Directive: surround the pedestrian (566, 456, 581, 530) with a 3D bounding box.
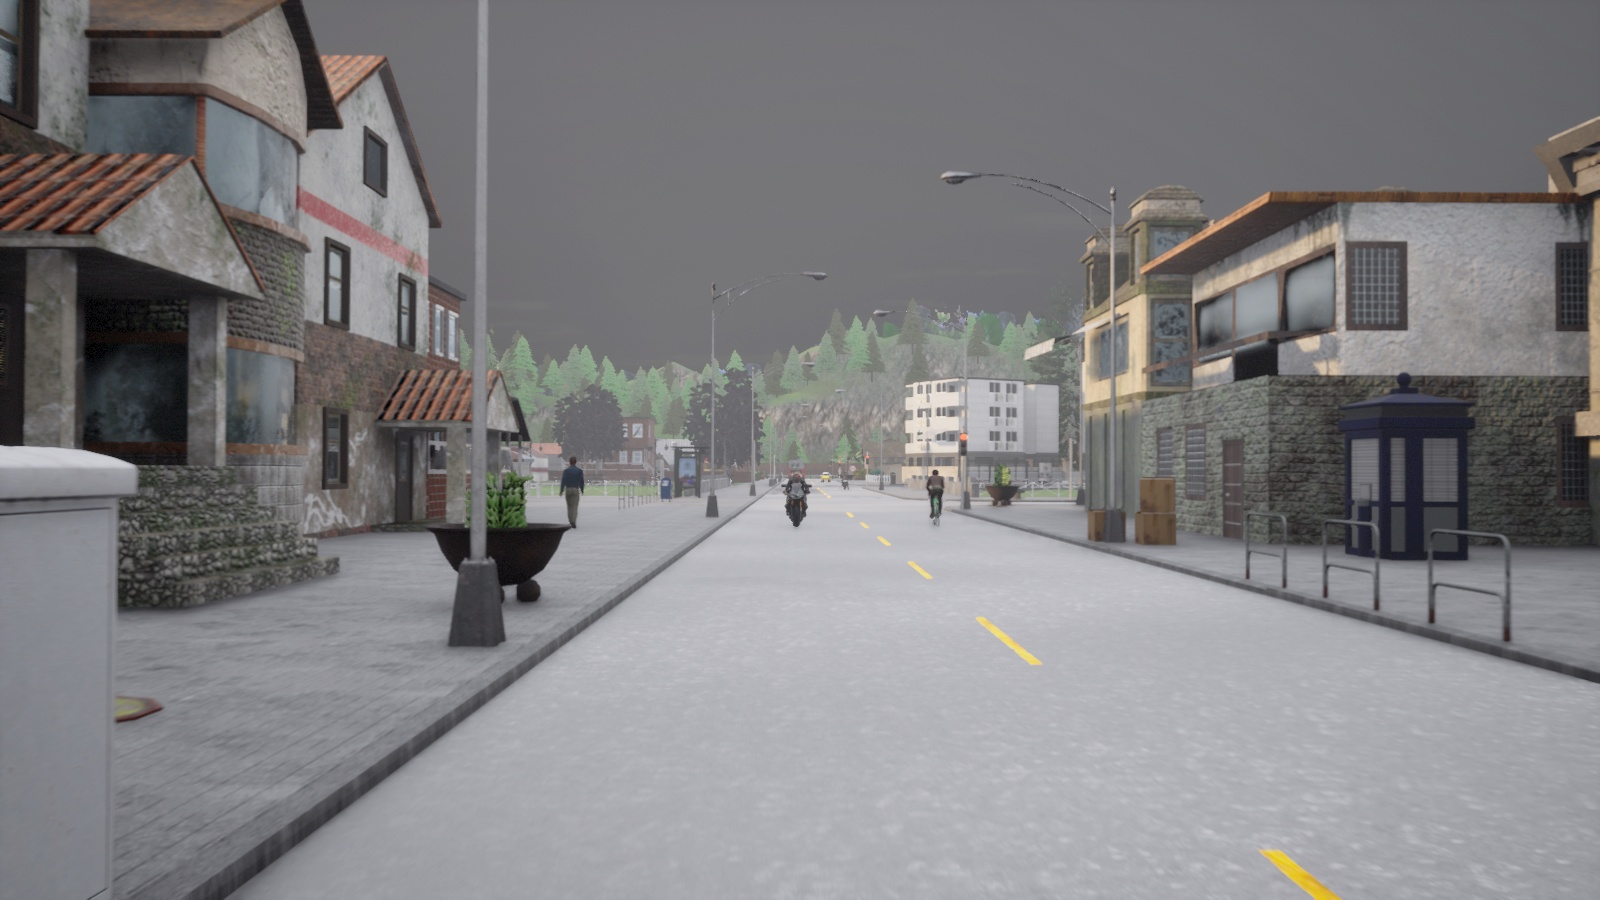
[{"bbox_3d":[-5.659,1.073,31.399,0.370,1.835,0.726,0,-1,-9],"label":"pedestrian"}]

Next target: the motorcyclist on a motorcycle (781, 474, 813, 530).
[{"bbox_3d":[-0.087,1.447,35.671,0.866,1.530,2.191,0,-1,0],"label":"motorcyclist on a motorcycle"}]
